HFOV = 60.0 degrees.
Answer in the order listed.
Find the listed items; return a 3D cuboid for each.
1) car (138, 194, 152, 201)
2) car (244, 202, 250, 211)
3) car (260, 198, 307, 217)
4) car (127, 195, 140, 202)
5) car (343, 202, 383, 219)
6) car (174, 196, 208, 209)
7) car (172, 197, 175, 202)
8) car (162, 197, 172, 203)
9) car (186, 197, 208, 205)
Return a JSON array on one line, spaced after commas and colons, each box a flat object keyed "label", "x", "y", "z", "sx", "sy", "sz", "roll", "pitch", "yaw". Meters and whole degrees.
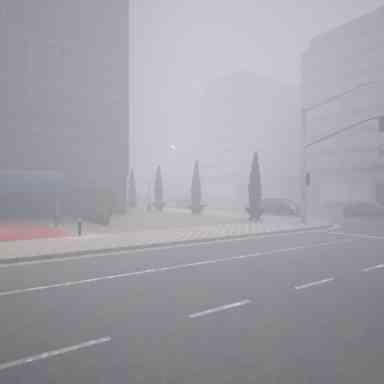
[{"label": "car", "x": -9.513, "y": 1.132, "z": 63.970, "sx": 1.882, "sy": 1.535, "sz": 5.008, "roll": 0, "pitch": 0, "yaw": -35}, {"label": "car", "x": 8.026, "y": 1.564, "z": 38.680, "sx": 1.994, "sy": 1.385, "sz": 4.181, "roll": 0, "pitch": 0, "yaw": -35}, {"label": "car", "x": 8.645, "y": 1.352, "z": 31.597, "sx": 2.097, "sy": 1.767, "sz": 4.553, "roll": 0, "pitch": 0, "yaw": -34}, {"label": "car", "x": -12.316, "y": 1.547, "z": 61.869, "sx": 2.033, "sy": 1.411, "sz": 5.357, "roll": 0, "pitch": 0, "yaw": -35}, {"label": "car", "x": 15.417, "y": 1.564, "z": 28.860, "sx": 1.994, "sy": 1.385, "sz": 4.181, "roll": 0, "pitch": 0, "yaw": -42}, {"label": "car", "x": 0.077, "y": 1.601, "z": 43.951, "sx": 1.895, "sy": 1.301, "sz": 4.718, "roll": 0, "pitch": 0, "yaw": -35}, {"label": "car", "x": -0.605, "y": 1.351, "z": 51.054, "sx": 2.097, "sy": 1.767, "sz": 4.553, "roll": 0, "pitch": 0, "yaw": -35}, {"label": "car", "x": -4.736, "y": 1.600, "z": 69.582, "sx": 1.895, "sy": 1.301, "sz": 4.718, "roll": 0, "pitch": 0, "yaw": -34}, {"label": "car", "x": 0.921, "y": 1.564, "z": 61.417, "sx": 1.994, "sy": 1.385, "sz": 4.181, "roll": 0, "pitch": 0, "yaw": -34}]
